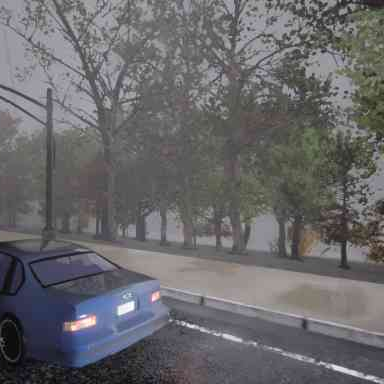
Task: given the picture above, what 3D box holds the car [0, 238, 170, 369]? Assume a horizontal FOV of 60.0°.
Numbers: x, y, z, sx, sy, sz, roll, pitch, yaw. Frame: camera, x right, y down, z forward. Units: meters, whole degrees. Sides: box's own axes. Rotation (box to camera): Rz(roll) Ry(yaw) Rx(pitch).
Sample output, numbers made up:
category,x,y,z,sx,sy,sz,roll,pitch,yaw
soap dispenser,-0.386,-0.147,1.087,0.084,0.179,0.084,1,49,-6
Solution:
category,x,y,z,sx,sy,sz,roll,pitch,yaw
car,-2.895,1.546,5.754,5.357,1.411,2.033,0,0,36
